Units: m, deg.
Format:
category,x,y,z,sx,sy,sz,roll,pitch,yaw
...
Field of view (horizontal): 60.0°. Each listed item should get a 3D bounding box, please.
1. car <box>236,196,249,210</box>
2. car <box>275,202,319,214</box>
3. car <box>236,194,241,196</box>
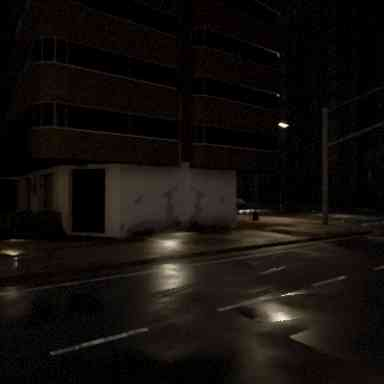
category,x,y,z,sx,sy,sz,roll,pitch,yaw
car,5.481,1.684,46.001,2.033,1.411,5.357,0,0,-36
car,11.727,1.738,37.362,1.895,1.301,4.718,0,0,-36
car,5.591,1.376,52.133,2.150,2.045,5.566,0,0,-36
